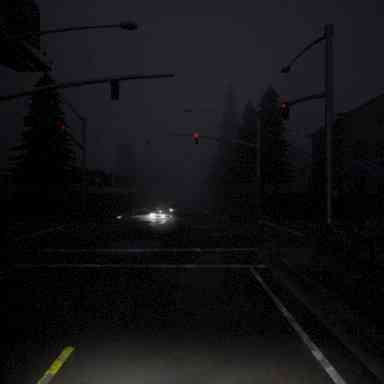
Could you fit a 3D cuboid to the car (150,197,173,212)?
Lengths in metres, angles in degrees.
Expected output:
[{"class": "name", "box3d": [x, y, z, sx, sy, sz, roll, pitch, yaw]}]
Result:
[{"class": "car", "box3d": [-3.635, 1.490, 38.081, 2.128, 1.511, 4.902, 0, 0, 0]}]
